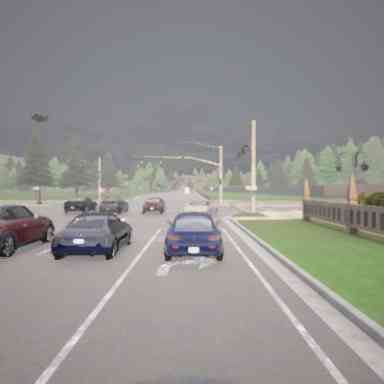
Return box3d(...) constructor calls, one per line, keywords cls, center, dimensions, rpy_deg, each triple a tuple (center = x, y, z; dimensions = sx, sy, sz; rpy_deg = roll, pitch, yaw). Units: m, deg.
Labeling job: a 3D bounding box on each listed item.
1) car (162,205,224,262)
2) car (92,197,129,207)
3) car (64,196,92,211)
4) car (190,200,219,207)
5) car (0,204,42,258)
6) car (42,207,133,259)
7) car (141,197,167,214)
box3d(cls="car", center=(0.060, 1.412, 11.547), dimensions=(1.812, 1.442, 4.674), rpy_deg=(0, 1, 0))
box3d(cls="car", center=(-6.948, 1.201, 29.924), dimensions=(2.128, 1.511, 4.902), rpy_deg=(0, 1, 0))
box3d(cls="car", center=(-10.446, 1.172, 31.499), dimensions=(1.882, 1.535, 5.008), rpy_deg=(0, 1, 0))
box3d(cls="car", center=(0.950, 1.329, 28.047), dimensions=(1.895, 1.301, 4.718), rpy_deg=(0, 1, 16))
box3d(cls="car", center=(-6.938, 1.231, 12.387), dimensions=(2.097, 1.767, 4.553), rpy_deg=(0, 1, 0))
box3d(cls="car", center=(-3.438, 1.446, 12.112), dimensions=(1.994, 1.385, 4.181), rpy_deg=(0, 1, 0))
box3d(cls="car", center=(-3.453, 1.226, 30.940), dimensions=(1.812, 1.442, 4.674), rpy_deg=(0, 1, 0))
